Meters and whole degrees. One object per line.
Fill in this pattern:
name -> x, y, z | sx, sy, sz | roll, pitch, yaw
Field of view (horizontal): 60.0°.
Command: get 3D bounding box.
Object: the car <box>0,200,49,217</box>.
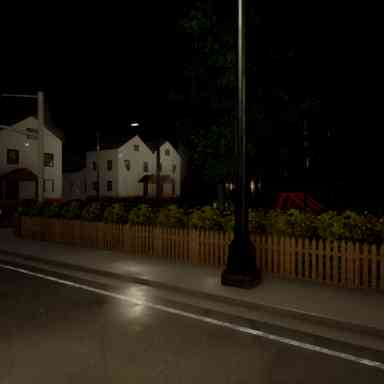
car -> -15.048, 1.491, 30.648 | 2.128, 1.511, 4.902 | 0, 0, 35

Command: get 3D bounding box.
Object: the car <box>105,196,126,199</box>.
car -> -9.400, 1.352, 38.817 | 2.097, 1.767, 4.553 | 0, 0, 35
